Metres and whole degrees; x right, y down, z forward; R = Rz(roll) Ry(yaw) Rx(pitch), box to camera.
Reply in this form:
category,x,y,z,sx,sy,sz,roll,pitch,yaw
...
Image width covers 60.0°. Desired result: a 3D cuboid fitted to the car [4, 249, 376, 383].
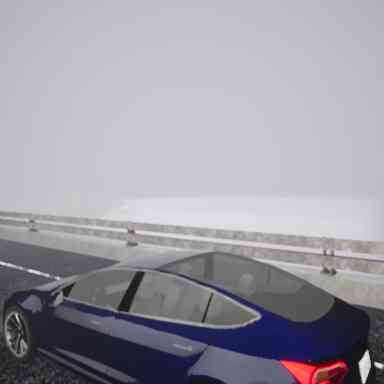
category,x,y,z,sx,sy,sz,roll,pitch,yaw
car,-0.434,1.488,4.182,4.792,1.488,2.163,0,0,36
